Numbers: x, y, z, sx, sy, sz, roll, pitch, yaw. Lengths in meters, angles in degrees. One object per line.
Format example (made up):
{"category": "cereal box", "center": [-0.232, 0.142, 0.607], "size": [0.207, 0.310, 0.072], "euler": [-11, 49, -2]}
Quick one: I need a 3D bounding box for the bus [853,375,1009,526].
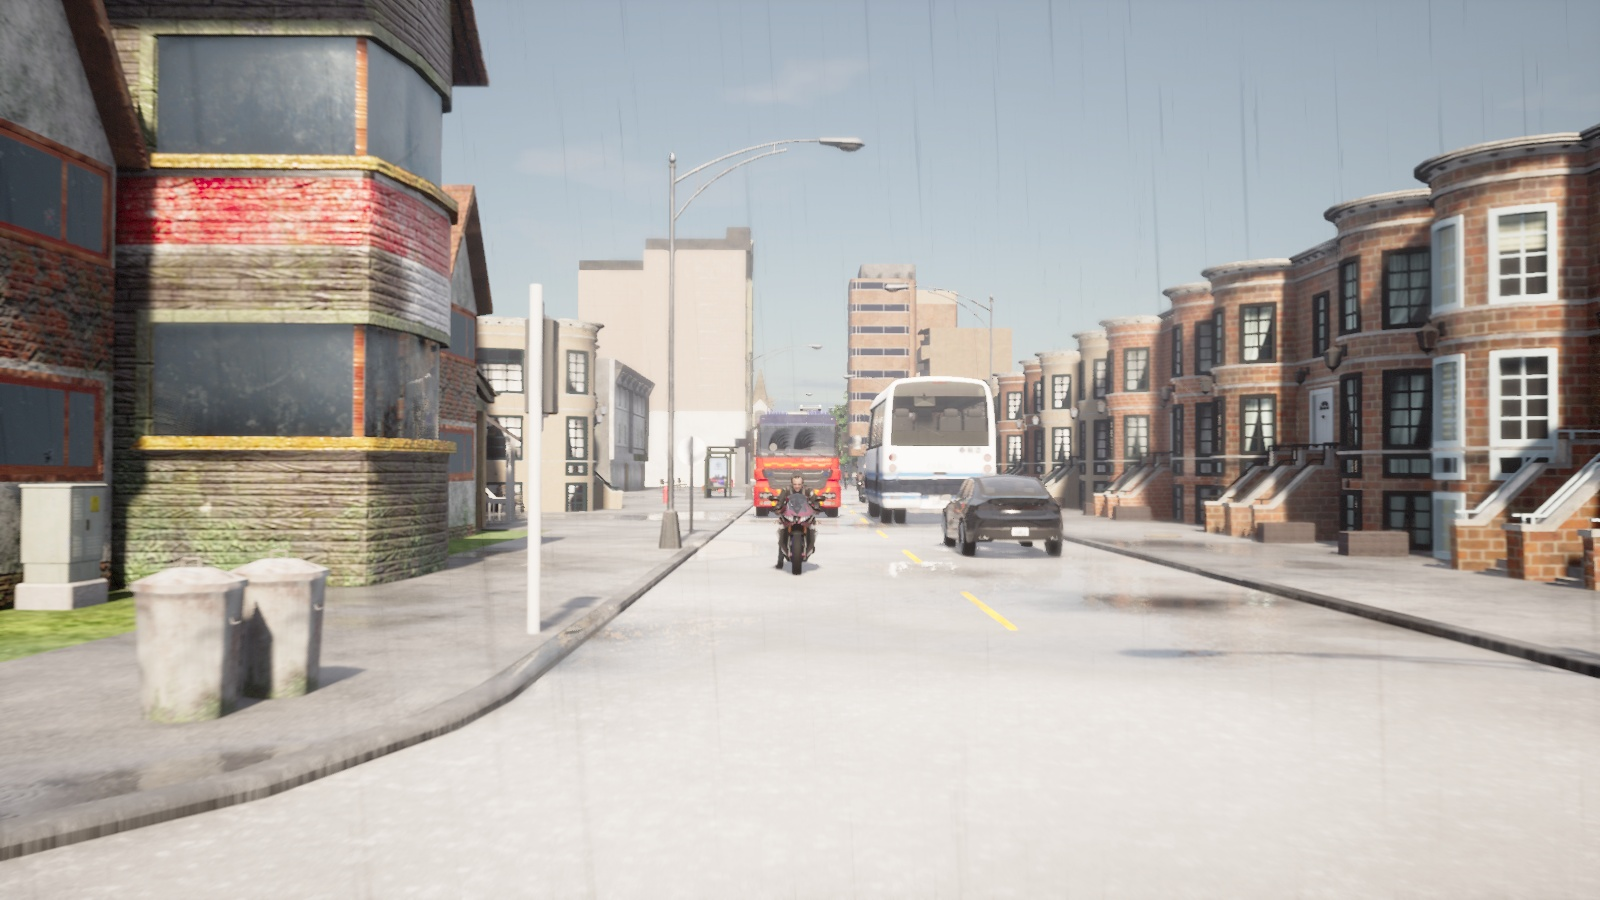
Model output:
{"category": "bus", "center": [3.925, 0.104, 40.724], "size": [3.944, 4.253, 10.273], "euler": [0, -1, 0]}

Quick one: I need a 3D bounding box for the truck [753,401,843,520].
{"category": "truck", "center": [-0.084, 0.400, 44.793], "size": [2.891, 3.827, 8.468], "euler": [0, -1, 0]}

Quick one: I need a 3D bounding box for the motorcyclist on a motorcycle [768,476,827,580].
{"category": "motorcyclist on a motorcycle", "center": [-0.034, 1.181, 19.768], "size": [0.866, 1.530, 2.191], "euler": [0, -1, 0]}

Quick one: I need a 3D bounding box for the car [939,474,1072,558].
{"category": "car", "center": [3.953, 1.222, 24.958], "size": [1.837, 1.490, 4.892], "euler": [0, -1, 0]}
